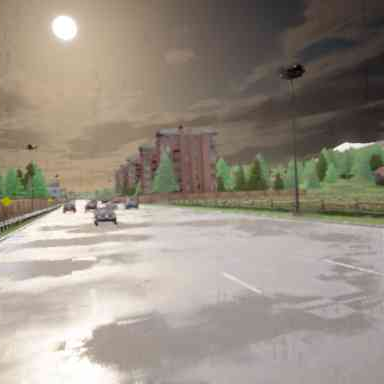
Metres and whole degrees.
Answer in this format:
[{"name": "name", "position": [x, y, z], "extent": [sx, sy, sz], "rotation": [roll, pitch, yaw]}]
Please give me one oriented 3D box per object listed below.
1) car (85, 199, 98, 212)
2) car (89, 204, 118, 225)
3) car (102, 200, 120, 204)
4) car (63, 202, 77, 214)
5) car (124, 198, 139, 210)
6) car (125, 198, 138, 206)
[{"name": "car", "position": [-17.714, 2.532, 58.492], "extent": [2.097, 1.767, 4.553], "rotation": [-2, 0, -19]}, {"name": "car", "position": [-7.784, 2.094, 29.625], "extent": [2.033, 1.411, 5.357], "rotation": [-2, 0, -19]}, {"name": "car", "position": [-14.266, 2.585, 59.247], "extent": [2.033, 1.411, 5.357], "rotation": [-2, 0, -19]}, {"name": "car", "position": [-20.551, 2.635, 55.996], "extent": [2.097, 1.767, 4.553], "rotation": [-2, 0, -19]}, {"name": "car", "position": [-11.020, 2.260, 60.541], "extent": [2.097, 1.767, 4.553], "rotation": [-2, 0, -19]}, {"name": "car", "position": [-15.098, 2.469, 83.008], "extent": [2.150, 2.045, 5.566], "rotation": [-2, 0, -19]}]
